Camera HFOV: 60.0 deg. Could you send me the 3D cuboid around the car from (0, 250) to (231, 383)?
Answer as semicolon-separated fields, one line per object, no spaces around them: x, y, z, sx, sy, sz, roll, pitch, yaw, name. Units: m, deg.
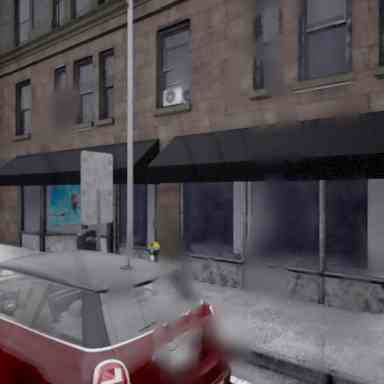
-1.679;1.440;4.011;4.097;1.590;1.967;0;0;36;car
